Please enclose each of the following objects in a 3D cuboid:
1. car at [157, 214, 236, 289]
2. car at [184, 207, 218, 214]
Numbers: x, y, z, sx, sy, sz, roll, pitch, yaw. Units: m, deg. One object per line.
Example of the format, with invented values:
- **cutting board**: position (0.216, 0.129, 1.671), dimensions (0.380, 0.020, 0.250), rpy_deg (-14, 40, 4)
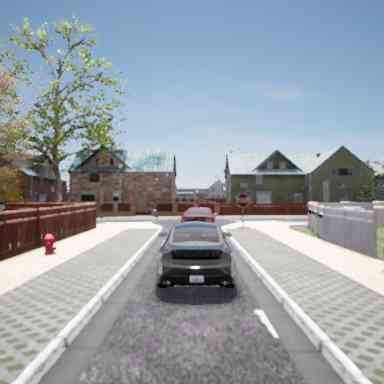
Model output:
- **car**: position (0.095, 1.590, 9.364), dimensions (1.837, 1.490, 4.892), rpy_deg (0, -1, 0)
- **car**: position (0.479, 1.658, 20.001), dimensions (1.882, 1.535, 5.008), rpy_deg (0, 0, 6)
